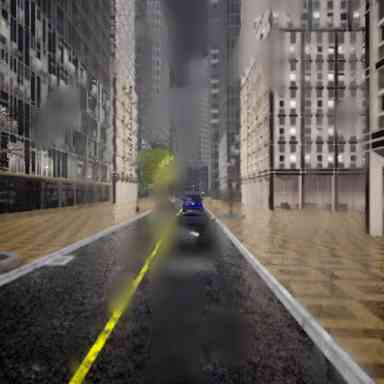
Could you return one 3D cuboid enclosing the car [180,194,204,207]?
[{"bbox_3d":[0.099,1.263,35.895,2.150,2.045,5.566,0,0,0],"label":"car"}]

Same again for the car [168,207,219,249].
[{"bbox_3d":[0.096,1.568,14.532,1.994,1.385,4.181,0,0,0],"label":"car"}]

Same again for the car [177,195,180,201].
[{"bbox_3d":[-2.750,1.419,77.620,1.882,1.535,5.008,0,0,0],"label":"car"}]

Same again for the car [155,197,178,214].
[{"bbox_3d":[-2.841,1.606,36.130,1.994,1.385,4.181,0,0,0],"label":"car"}]
